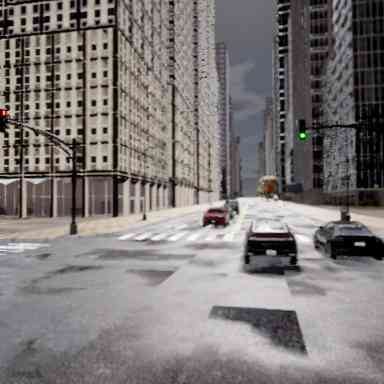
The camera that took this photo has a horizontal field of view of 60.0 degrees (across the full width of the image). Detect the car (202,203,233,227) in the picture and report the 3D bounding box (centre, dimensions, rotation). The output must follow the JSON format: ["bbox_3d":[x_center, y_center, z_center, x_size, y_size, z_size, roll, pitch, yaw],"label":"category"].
[{"bbox_3d":[2.047,2.001,27.683,1.882,1.535,5.008,-1,-1,10],"label":"car"}]

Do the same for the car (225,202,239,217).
[{"bbox_3d":[3.795,2.224,37.344,2.033,1.411,5.357,-1,-1,11],"label":"car"}]

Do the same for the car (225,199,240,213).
[{"bbox_3d":[5.702,2.063,47.890,2.150,2.045,5.566,-1,-1,10],"label":"car"}]

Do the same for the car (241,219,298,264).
[{"bbox_3d":[3.005,1.836,13.262,2.128,1.511,4.902,-1,-2,10],"label":"car"}]

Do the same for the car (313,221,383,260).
[{"bbox_3d":[6.432,1.893,14.041,1.994,1.385,4.181,-1,-1,10],"label":"car"}]
